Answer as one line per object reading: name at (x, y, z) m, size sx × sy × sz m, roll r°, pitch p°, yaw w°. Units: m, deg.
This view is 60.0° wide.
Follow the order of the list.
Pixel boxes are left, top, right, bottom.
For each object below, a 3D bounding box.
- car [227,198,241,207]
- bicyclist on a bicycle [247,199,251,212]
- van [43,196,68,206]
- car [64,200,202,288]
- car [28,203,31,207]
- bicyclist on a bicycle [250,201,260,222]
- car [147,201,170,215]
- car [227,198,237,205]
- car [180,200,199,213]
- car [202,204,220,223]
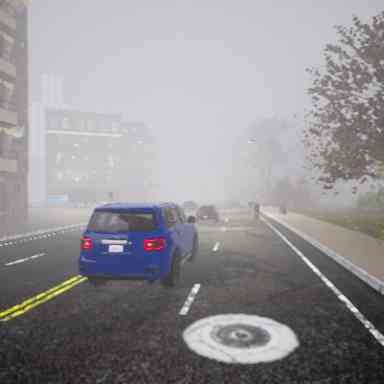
car at (7.979, 2.016, 61.495) m, size 2.033 × 1.411 × 5.357 m, roll 0°, pitch -1°, yaw 4°
bicyclist on a bicycle at (6.499, 1.649, 37.225) m, size 0.659 × 1.776 × 1.843 m, roll 0°, pitch 0°, yaw 6°
van at (-23.455, 1.547, 57.606) m, size 3.998 × 1.788 × 1.690 m, roll 1°, pitch -2°, yaw -24°
car at (-1.211, 1.316, 9.742) m, size 2.150 × 2.045 × 5.566 m, roll 0°, pitch 0°, yaw 9°
car at (-25.349, 1.693, 47.624) m, size 4.206 × 1.307 × 1.802 m, roll 1°, pitch -2°, yaw -24°
bicyclist on a bicycle at (5.332, 1.657, 27.389) m, size 0.582 × 1.620 × 1.656 m, roll 0°, pitch -1°, yaw 7°
car at (-3.954, 1.898, 39.945) m, size 1.812 × 1.442 × 4.674 m, roll 0°, pitch -1°, yaw 7°
car at (8.712, 2.037, 73.445) m, size 1.882 × 1.535 × 5.008 m, roll 0°, pitch 0°, yaw 3°
car at (-0.272, 1.855, 43.615) m, size 1.882 × 1.535 × 5.008 m, roll 0°, pitch -1°, yaw 6°
car at (1.349, 1.763, 28.149) m, size 1.812 × 1.442 × 4.674 m, roll 0°, pitch 0°, yaw 7°
